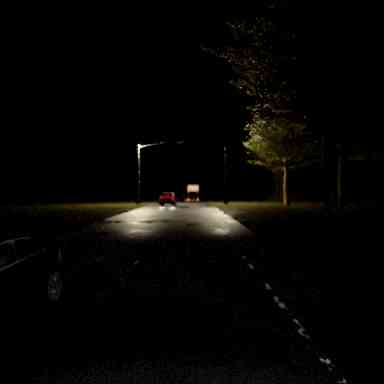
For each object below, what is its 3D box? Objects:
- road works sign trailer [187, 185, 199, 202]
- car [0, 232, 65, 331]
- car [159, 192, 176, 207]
[{"bbox_3d":[0.227,0.314,68.179,2.380,3.560,2.880,0,0,2],"label":"road works sign trailer"},{"bbox_3d":[-3.599,1.460,5.160,2.128,1.511,4.902,0,0,0],"label":"car"},{"bbox_3d":[-3.569,1.060,49.219,2.150,2.045,5.566,0,0,0],"label":"car"}]
